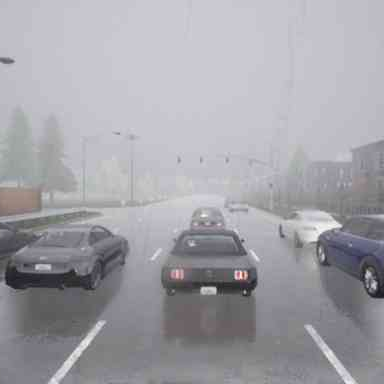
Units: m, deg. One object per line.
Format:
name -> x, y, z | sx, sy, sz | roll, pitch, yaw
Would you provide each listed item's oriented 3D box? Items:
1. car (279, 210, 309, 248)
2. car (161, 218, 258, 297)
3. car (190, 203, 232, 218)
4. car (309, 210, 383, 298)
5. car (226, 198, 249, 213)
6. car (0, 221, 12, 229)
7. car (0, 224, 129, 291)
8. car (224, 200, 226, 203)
car -> 5.139, 1.520, 14.630 | 1.812, 1.442, 4.674 | 0, 0, 2
car -> 0.422, 1.597, 8.573 | 1.895, 1.301, 4.718 | 0, 0, 3
car -> 0.837, 1.540, 18.155 | 2.033, 1.411, 5.357 | 0, 0, 2
car -> 4.877, 1.348, 8.605 | 2.097, 1.767, 4.553 | 0, 0, 2
car -> 5.087, 1.586, 36.612 | 1.895, 1.301, 4.718 | 0, 0, 3
car -> -6.521, 1.522, 10.090 | 1.812, 1.442, 4.674 | 0, 0, 2
car -> -3.062, 1.560, 9.050 | 1.994, 1.385, 4.181 | 0, 0, 3
car -> 5.471, 1.529, 46.502 | 2.033, 1.411, 5.357 | 0, 0, 2
